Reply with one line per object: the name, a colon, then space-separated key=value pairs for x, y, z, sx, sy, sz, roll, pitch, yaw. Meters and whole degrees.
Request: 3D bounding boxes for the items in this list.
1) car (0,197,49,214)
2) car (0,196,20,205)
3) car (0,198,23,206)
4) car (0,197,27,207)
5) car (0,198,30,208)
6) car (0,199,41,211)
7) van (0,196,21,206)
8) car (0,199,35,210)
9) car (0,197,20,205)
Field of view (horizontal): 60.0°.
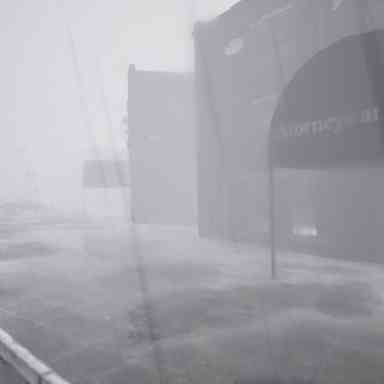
car: x=-18.276 y=1.561 z=36.739 sx=2.231 sy=1.521 sz=4.892 roll=-1 pitch=-1 yaw=38
car: x=-42.984 y=1.880 z=76.661 sx=2.435 sy=2.045 sz=5.566 roll=-1 pitch=-1 yaw=38
car: x=-36.823 y=1.968 z=66.657 sx=2.097 sy=1.535 sz=5.008 roll=-1 pitch=-1 yaw=38
car: x=-32.159 y=1.735 z=59.203 sx=2.185 sy=1.767 sz=4.553 roll=0 pitch=-1 yaw=38
car: x=-30.631 y=1.827 z=56.690 sx=2.231 sy=1.521 sz=4.892 roll=0 pitch=-1 yaw=38
car: x=-22.905 y=1.700 z=44.218 sx=2.002 sy=1.452 sz=4.674 roll=0 pitch=-1 yaw=38
van: x=-38.294 y=1.783 z=69.250 sx=1.878 sy=1.987 sz=4.442 roll=-1 pitch=-1 yaw=38
car: x=-25.997 y=1.767 z=49.206 sx=2.002 sy=1.452 sz=4.674 roll=0 pitch=-1 yaw=38
car: x=-39.929 y=1.920 z=71.626 sx=2.185 sy=1.767 sz=4.553 roll=-1 pitch=-1 yaw=38
